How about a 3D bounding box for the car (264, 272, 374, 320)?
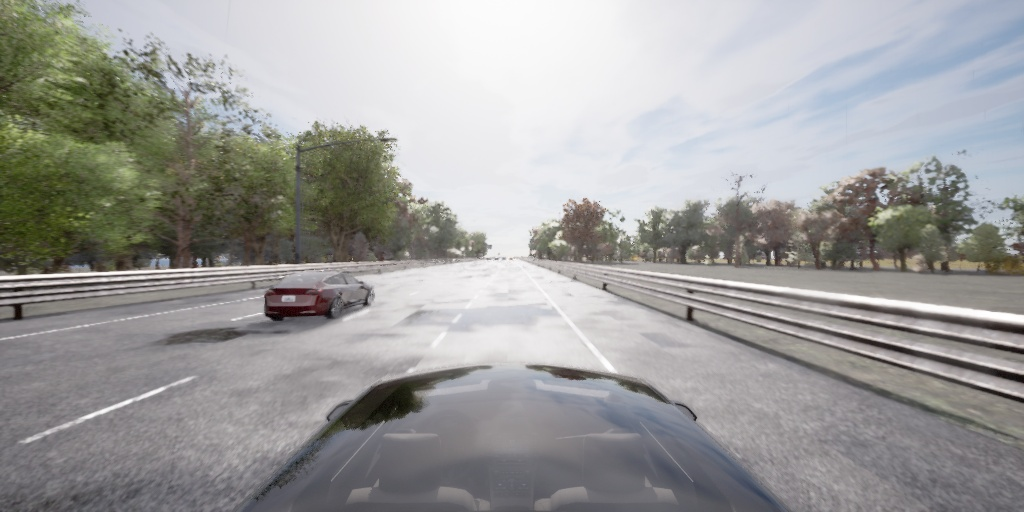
[{"bbox_3d":[-6.505,1.273,12.627,2.163,1.488,4.792,0,0,-2],"label":"car"}]
